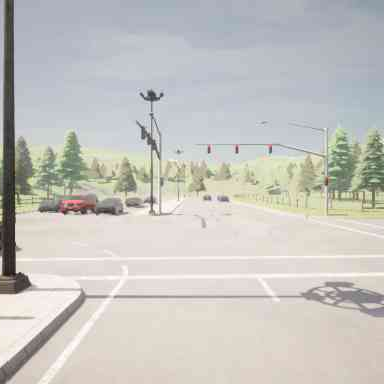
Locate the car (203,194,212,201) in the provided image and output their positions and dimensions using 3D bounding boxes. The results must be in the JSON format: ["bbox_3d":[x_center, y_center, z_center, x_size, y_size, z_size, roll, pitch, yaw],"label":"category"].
[{"bbox_3d":[3.832,1.355,84.055,2.097,1.767,4.553,0,0,2],"label":"car"}]

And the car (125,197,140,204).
[{"bbox_3d":[-11.477,1.601,64.523,1.895,1.301,4.718,0,0,1],"label":"car"}]

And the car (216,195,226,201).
[{"bbox_3d":[7.340,1.525,84.312,2.128,1.511,4.902,0,0,2],"label":"car"}]

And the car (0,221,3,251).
[{"bbox_3d":[-8.090,1.505,10.942,1.837,1.490,4.892,0,0,0],"label":"car"}]

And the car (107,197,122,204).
[{"bbox_3d":[-14.969,1.601,64.607,1.895,1.301,4.718,0,0,1],"label":"car"}]

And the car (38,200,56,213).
[{"bbox_3d":[-15.172,1.564,36.742,1.994,1.385,4.181,0,0,3],"label":"car"}]

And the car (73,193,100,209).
[{"bbox_3d":[-15.049,1.219,47.930,2.150,2.045,5.566,0,0,0],"label":"car"}]

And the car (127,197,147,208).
[{"bbox_3d":[-8.048,1.506,47.046,1.837,1.490,4.892,0,0,0],"label":"car"}]

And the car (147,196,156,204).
[{"bbox_3d":[-7.981,1.547,64.099,2.033,1.411,5.357,0,0,1],"label":"car"}]

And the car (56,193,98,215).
[{"bbox_3d":[-11.566,1.222,34.400,2.150,2.045,5.566,0,0,0],"label":"car"}]

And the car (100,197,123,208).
[{"bbox_3d":[-11.549,1.491,47.820,2.128,1.511,4.902,0,0,0],"label":"car"}]

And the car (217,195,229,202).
[{"bbox_3d":[7.112,1.478,73.908,1.882,1.535,5.008,0,0,1],"label":"car"}]

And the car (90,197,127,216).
[{"bbox_3d":[-8.068,1.477,32.640,1.882,1.535,5.008,0,0,0],"label":"car"}]
